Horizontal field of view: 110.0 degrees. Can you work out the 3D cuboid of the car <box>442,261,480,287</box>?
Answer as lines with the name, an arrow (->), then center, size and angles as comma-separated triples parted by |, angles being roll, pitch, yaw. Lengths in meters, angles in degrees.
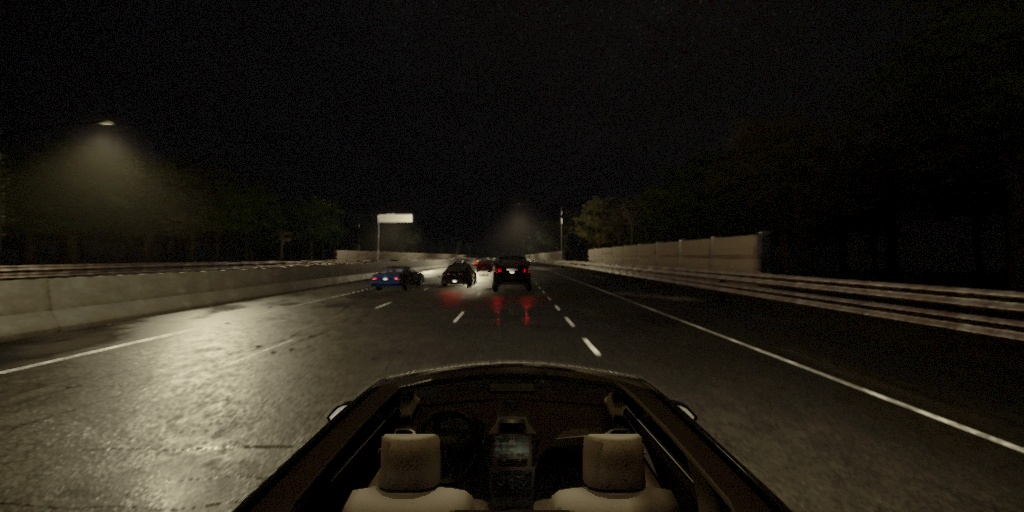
car -> -3.495, 1.279, 24.292 | 1.837, 1.490, 4.892 | 0, 0, 0

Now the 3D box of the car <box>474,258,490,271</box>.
car -> -3.489, 1.277, 46.282 | 1.882, 1.535, 5.008 | 0, 0, 0

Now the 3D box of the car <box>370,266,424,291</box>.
car -> -6.993, 1.318, 22.302 | 2.033, 1.411, 5.357 | 0, 0, 0

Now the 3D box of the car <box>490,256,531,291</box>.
car -> 0.005, 0.991, 22.326 | 2.150, 2.045, 5.566 | 0, 0, 0
